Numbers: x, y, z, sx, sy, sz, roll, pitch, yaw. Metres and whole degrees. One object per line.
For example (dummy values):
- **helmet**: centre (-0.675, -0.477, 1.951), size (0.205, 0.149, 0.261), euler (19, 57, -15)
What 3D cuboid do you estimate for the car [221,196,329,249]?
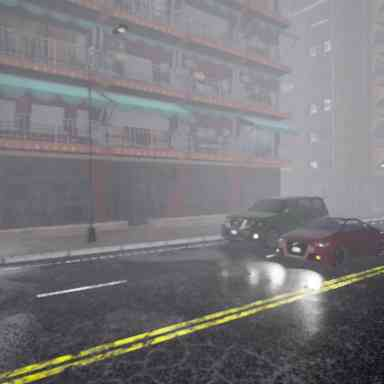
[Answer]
- **car**: centre (3.848, 1.197, 14.567), size (5.566, 2.045, 2.150), euler (0, 0, -37)

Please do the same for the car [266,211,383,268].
- **car**: centre (4.744, 1.540, 11.199), size (4.181, 1.385, 1.994), euler (0, 0, -36)
